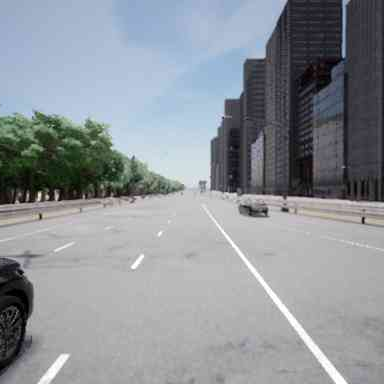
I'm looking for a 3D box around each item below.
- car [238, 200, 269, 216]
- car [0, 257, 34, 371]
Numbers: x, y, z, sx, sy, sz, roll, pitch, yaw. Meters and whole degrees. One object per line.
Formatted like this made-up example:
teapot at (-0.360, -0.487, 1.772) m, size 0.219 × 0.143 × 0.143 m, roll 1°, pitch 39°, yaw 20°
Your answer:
car at (5.891, 1.507, 32.505) m, size 2.128 × 1.511 × 4.902 m, roll 0°, pitch 0°, yaw -8°
car at (-3.397, 1.221, 2.513) m, size 2.150 × 2.045 × 5.566 m, roll 0°, pitch 0°, yaw 0°
